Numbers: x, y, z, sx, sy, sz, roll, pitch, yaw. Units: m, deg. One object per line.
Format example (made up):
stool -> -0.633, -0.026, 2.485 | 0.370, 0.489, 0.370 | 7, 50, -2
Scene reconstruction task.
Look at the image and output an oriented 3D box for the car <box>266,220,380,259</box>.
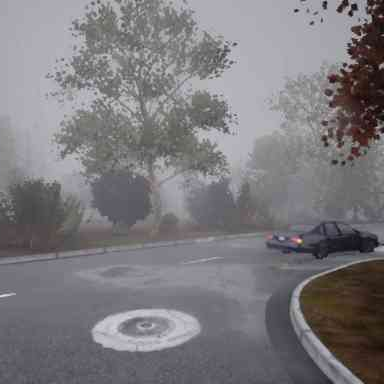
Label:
car -> 5.539, 1.880, 13.871 | 5.357, 1.411, 2.033 | 2, -3, -32
